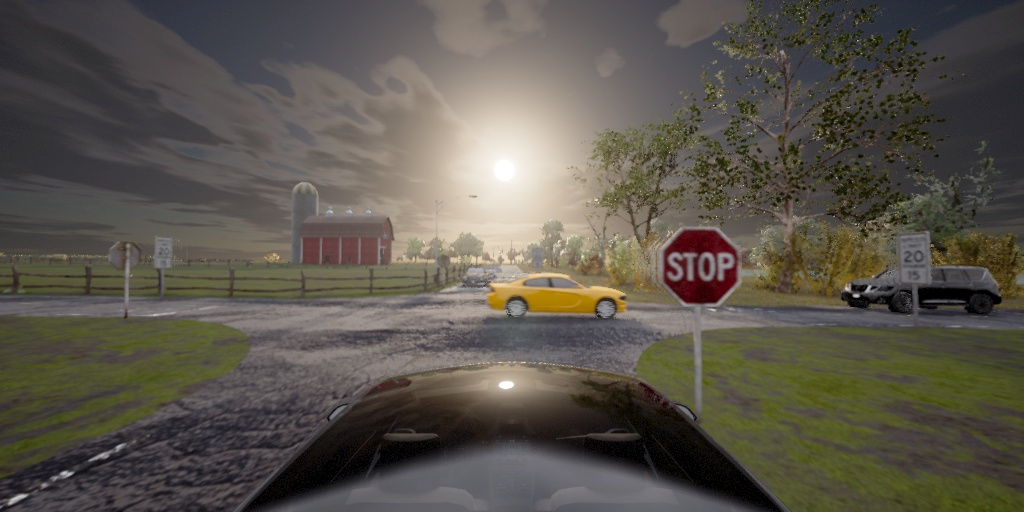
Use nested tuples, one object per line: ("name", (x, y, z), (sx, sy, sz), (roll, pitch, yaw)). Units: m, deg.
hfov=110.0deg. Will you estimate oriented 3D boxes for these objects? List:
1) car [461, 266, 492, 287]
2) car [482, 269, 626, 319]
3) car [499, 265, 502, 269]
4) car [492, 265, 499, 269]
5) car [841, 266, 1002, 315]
("car", (-2.852, 1.617, 28.682), (1.812, 1.442, 4.674), (0, 0, 0))
("car", (1.590, 1.383, 13.075), (5.008, 1.535, 1.882), (1, -1, 0))
("car", (-2.774, 2.150, 62.805), (1.895, 1.301, 4.718), (0, -1, 0))
("car", (-2.851, 1.868, 42.077), (1.895, 1.301, 4.718), (0, -1, 0))
("car", (18.146, 1.461, 16.052), (5.566, 2.045, 2.150), (1, -2, 0))
